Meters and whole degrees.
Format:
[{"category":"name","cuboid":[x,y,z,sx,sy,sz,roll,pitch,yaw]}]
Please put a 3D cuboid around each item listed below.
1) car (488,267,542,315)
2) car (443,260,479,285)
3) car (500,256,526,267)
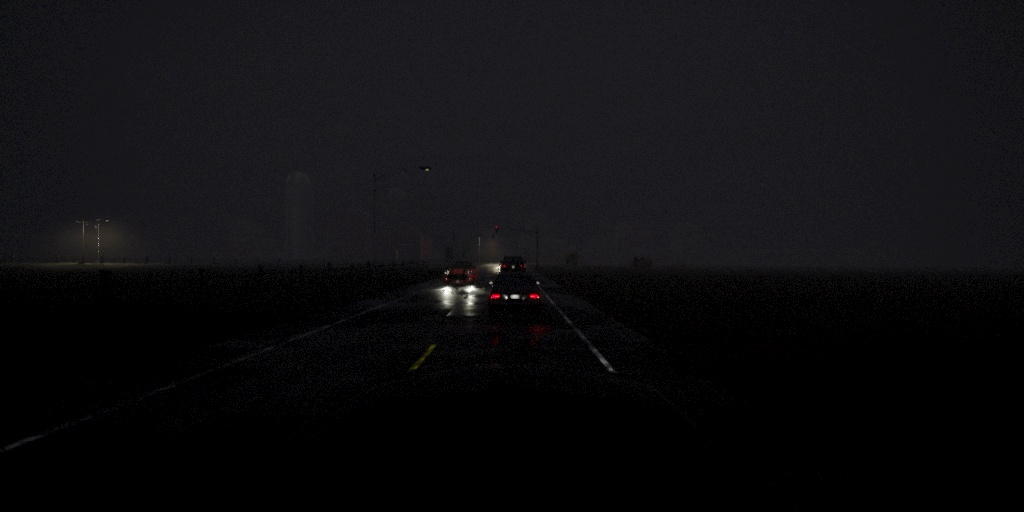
[{"category":"car","cuboid":[0.094,1.309,13.578,2.033,1.411,5.357,0,0,0]},{"category":"car","cuboid":[-3.600,1.121,25.971,2.097,1.767,4.553,0,0,0]},{"category":"car","cuboid":[0.099,0.994,31.948,2.150,2.045,5.566,0,0,0]}]
